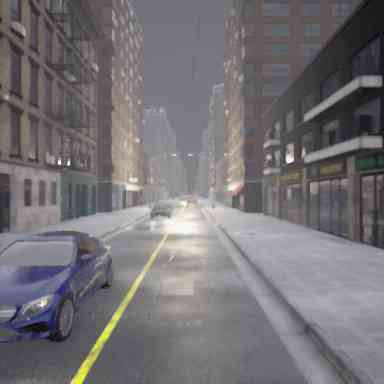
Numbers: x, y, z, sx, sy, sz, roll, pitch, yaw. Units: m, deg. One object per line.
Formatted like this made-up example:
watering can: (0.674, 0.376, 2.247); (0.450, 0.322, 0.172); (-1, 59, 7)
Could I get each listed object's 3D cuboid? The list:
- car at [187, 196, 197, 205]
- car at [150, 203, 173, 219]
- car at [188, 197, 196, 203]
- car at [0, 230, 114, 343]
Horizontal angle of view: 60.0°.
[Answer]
car: (-0.005, 1.707, 68.793); (2.097, 1.767, 4.553); (0, 0, 0)
car: (-2.753, 1.710, 31.206); (2.033, 1.411, 5.357); (0, 0, 0)
car: (-0.005, 1.801, 78.860); (1.994, 1.385, 4.181); (0, 0, 0)
car: (-2.837, 1.561, 6.689); (1.812, 1.442, 4.674); (0, 0, 0)
